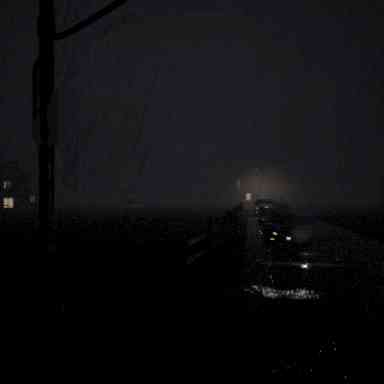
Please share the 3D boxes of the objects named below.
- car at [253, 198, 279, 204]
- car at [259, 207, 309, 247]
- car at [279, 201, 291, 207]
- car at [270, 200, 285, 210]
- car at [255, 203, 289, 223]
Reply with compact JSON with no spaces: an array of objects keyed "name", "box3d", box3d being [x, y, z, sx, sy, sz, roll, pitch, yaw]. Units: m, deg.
[{"name":"car","box3d":[8.123,1.718,37.264,2.150,2.045,5.566,-1,-1,10]},{"name":"car","box3d":[4.469,1.724,16.346,1.837,1.490,4.892,-1,-1,10]},{"name":"car","box3d":[12.451,2.089,45.278,1.812,1.442,4.674,-1,-1,11]},{"name":"car","box3d":[14.120,2.167,55.081,1.882,1.535,5.008,-1,-1,10]},{"name":"car","box3d":[6.287,1.905,26.780,2.033,1.411,5.357,-1,-1,10]}]
